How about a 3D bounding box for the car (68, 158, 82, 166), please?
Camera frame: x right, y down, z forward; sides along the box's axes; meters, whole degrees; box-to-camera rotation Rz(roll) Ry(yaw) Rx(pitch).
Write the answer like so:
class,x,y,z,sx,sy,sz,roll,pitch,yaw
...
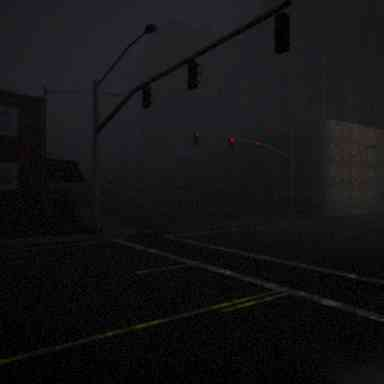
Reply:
class,x,y,z,sx,sy,sz,roll,pitch,yaw
car,-22.321,-5.754,62.570,2.033,1.411,5.357,0,6,-36
